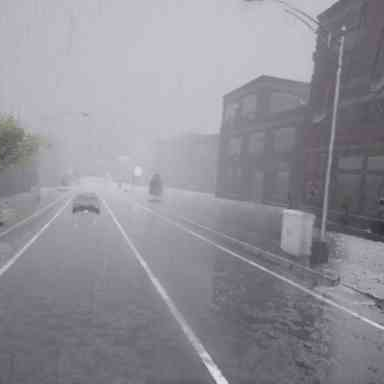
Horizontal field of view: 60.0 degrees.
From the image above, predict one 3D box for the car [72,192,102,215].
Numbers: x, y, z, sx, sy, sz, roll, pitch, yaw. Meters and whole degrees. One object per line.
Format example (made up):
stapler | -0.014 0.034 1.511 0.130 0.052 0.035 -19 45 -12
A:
car | -7.618 0.758 24.155 2.033 1.411 5.357 4 1 -17
